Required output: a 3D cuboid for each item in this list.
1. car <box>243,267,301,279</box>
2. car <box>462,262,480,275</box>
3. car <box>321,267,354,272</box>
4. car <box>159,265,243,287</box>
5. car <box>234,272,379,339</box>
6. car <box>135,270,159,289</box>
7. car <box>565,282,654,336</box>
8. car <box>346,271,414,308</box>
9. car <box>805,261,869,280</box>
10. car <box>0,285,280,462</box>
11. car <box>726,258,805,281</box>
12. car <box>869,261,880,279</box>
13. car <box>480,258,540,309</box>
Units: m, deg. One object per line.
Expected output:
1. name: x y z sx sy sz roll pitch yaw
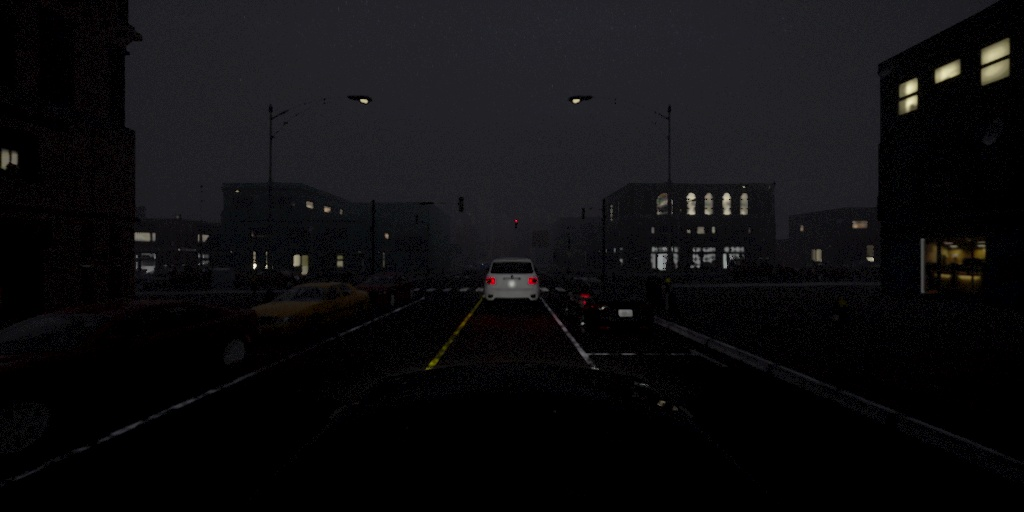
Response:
1. car: -18.082 1.683 28.055 4.097 1.591 1.967 0 0 -1
2. car: -5.710 1.791 48.595 1.802 1.307 4.207 0 0 0
3. car: -18.205 1.818 36.401 4.313 1.339 1.948 0 0 -1
4. car: -23.735 1.624 27.950 5.009 1.841 2.192 0 0 -1
5. car: -5.691 1.362 10.364 1.751 1.417 4.829 0 0 0
6. car: -29.388 1.926 27.845 4.403 1.370 2.007 0 0 -1
7. car: 2.690 1.402 10.538 1.948 1.339 4.313 0 0 0
8. car: -5.693 1.436 16.078 1.888 1.381 4.507 0 0 0
9. car: 25.476 1.168 28.828 4.097 1.591 1.967 0 0 -1
10. car: -5.688 1.327 4.990 1.888 1.381 4.507 0 0 0
11. car: 19.935 1.108 28.726 5.009 1.841 2.192 0 0 -1
12. car: 31.019 1.212 28.931 4.403 1.370 2.007 0 0 -1
13. car: -0.004 1.105 15.870 2.150 2.045 5.566 0 0 0
